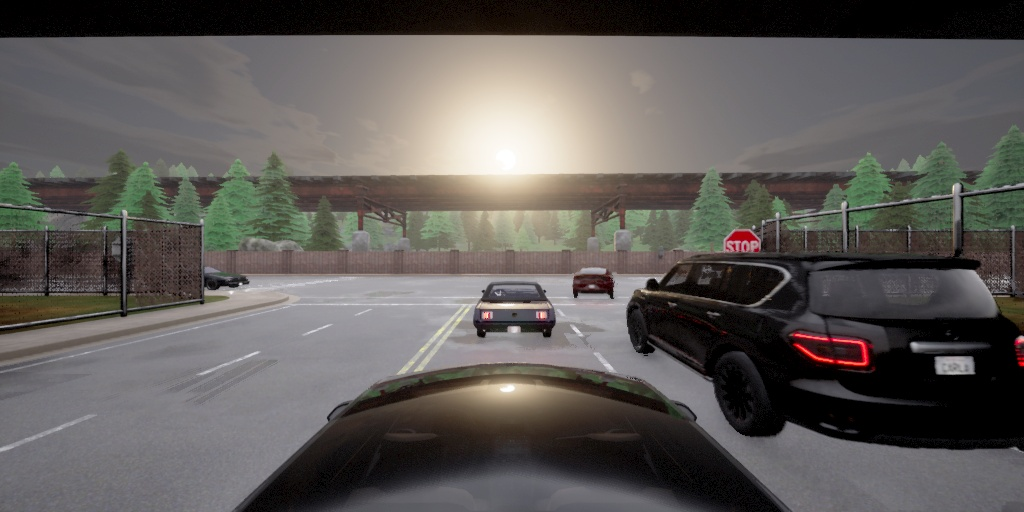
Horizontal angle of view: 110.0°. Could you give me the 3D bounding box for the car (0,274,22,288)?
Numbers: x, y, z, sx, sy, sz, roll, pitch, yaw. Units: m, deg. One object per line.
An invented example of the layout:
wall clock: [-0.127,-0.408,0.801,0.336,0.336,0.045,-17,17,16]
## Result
car: [-32.661,1.351,21.388,4.718,1.301,1.895,0,0,-1]

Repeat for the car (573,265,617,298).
car: [4.374,1.228,18.694,1.882,1.535,5.008,-1,0,17]

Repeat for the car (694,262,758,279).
car: [18.940,1.276,31.881,4.674,1.442,1.812,0,0,0]

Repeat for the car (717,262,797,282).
car: [19.305,1.228,28.397,5.008,1.535,1.882,0,0,0]

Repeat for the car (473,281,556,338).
car: [0.058,1.351,10.216,1.895,1.301,4.718,0,0,0]

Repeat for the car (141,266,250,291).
car: [-18.970,1.297,21.530,5.357,1.411,2.033,0,0,-1]

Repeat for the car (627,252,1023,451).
car: [3.590,0.973,5.577,2.150,2.045,5.566,0,0,0]
